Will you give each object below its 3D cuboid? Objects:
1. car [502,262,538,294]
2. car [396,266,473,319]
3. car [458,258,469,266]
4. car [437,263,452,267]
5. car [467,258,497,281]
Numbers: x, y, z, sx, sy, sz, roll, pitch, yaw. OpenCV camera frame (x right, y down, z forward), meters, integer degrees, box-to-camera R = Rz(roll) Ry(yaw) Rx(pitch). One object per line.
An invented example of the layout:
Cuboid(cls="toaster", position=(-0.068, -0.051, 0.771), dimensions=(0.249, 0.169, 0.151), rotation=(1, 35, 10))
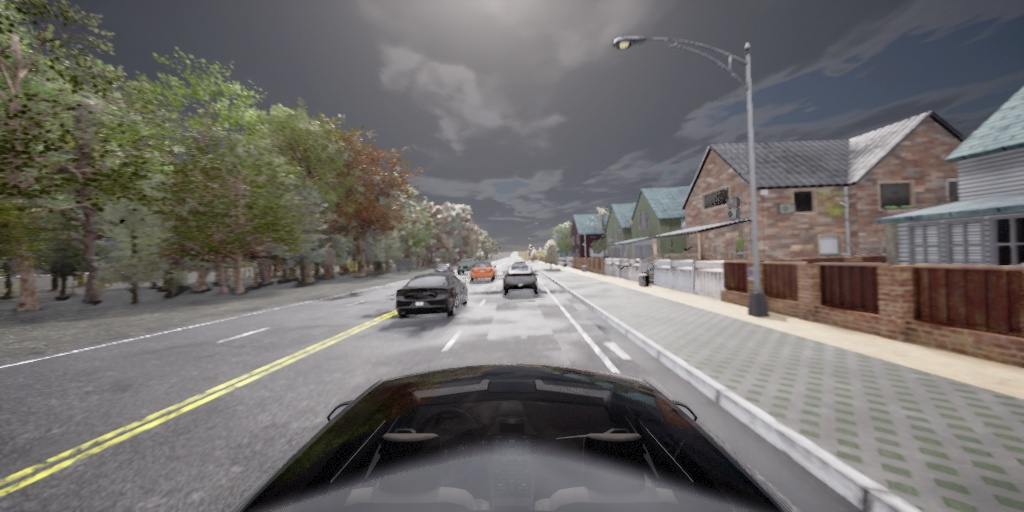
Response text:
Cuboid(cls="car", position=(0.487, 1.290, 20.719), dimensions=(2.128, 1.511, 4.902), rotation=(-2, 0, 1))
Cuboid(cls="car", position=(-2.897, 1.380, 13.892), dimensions=(1.882, 1.535, 5.008), rotation=(-2, 0, 1))
Cuboid(cls="car", position=(-5.645, 1.335, 46.254), dimensions=(2.150, 2.045, 5.566), rotation=(-2, 0, 2))
Cuboid(cls="car", position=(-8.868, 1.729, 47.109), dimensions=(2.128, 1.511, 4.902), rotation=(-2, 0, 2))
Cuboid(cls="car", position=(-2.513, 1.304, 32.775), dimensions=(2.097, 1.767, 4.553), rotation=(-2, 0, 1))
